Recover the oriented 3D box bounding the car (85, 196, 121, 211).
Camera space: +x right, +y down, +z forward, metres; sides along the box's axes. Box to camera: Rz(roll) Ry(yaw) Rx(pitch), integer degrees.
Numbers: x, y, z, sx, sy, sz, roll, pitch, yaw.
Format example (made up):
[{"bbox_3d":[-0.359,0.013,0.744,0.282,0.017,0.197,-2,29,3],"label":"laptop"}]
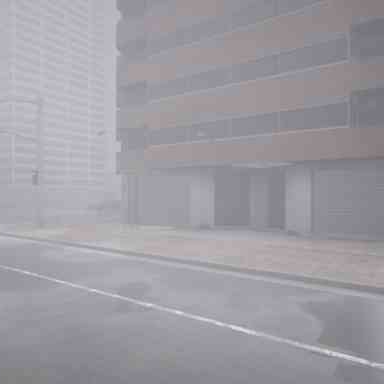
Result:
[{"bbox_3d":[-10.330,1.547,40.522,2.033,1.411,5.357,0,0,35],"label":"car"}]
